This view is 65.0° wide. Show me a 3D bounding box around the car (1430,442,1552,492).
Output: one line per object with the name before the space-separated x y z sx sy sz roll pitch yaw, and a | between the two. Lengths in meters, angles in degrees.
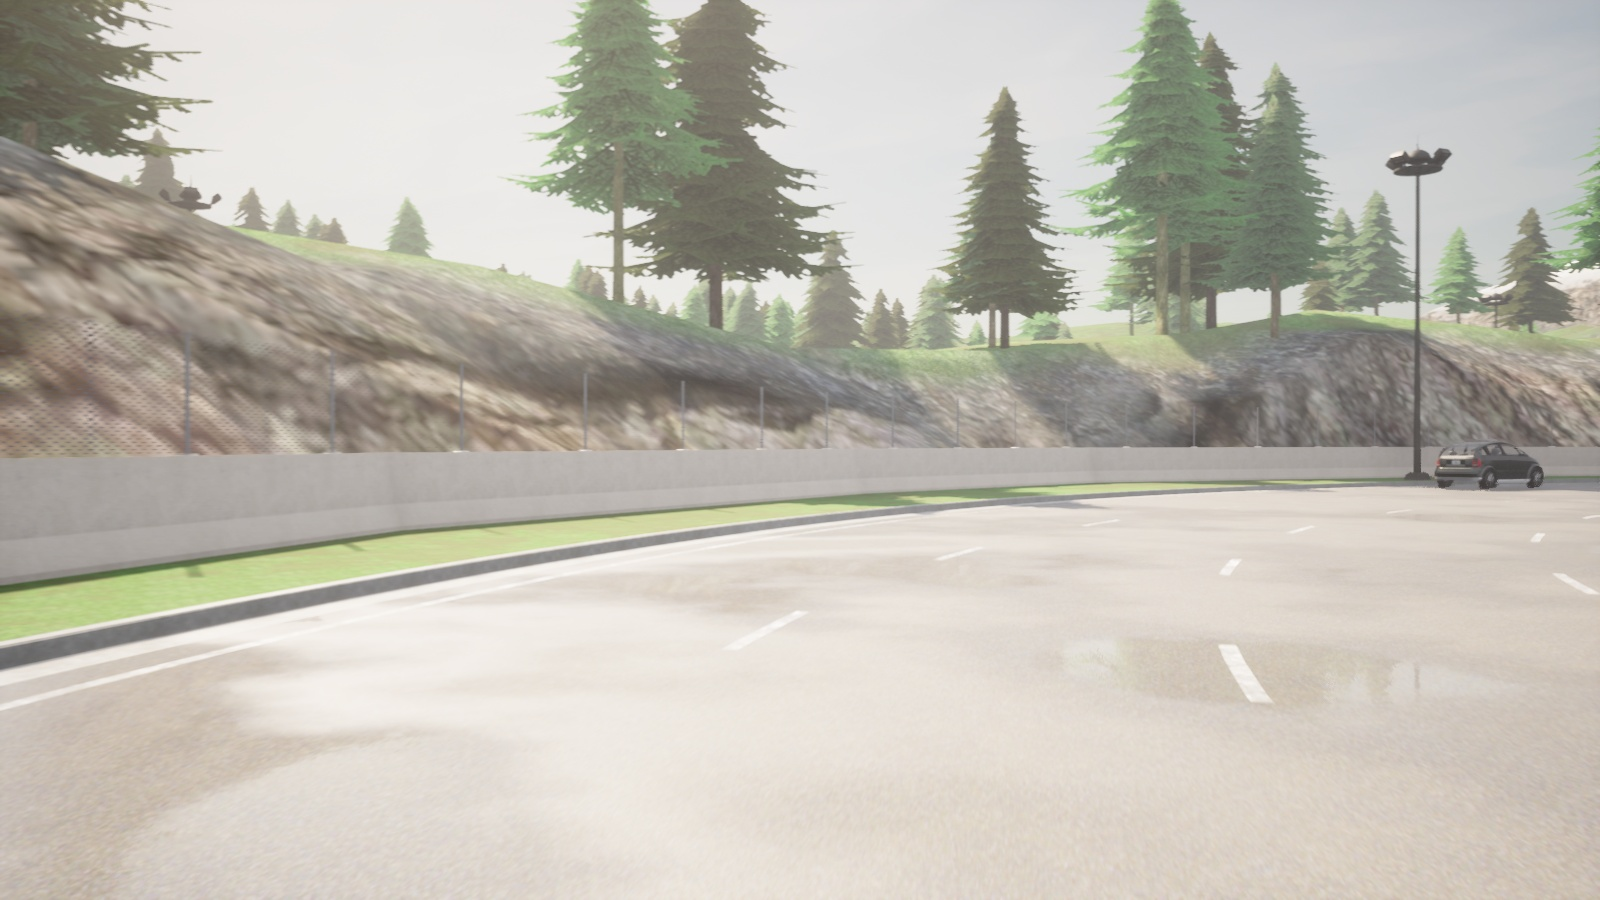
car | 22.682 0.534 41.223 3.705 1.549 1.789 0 0 -28
